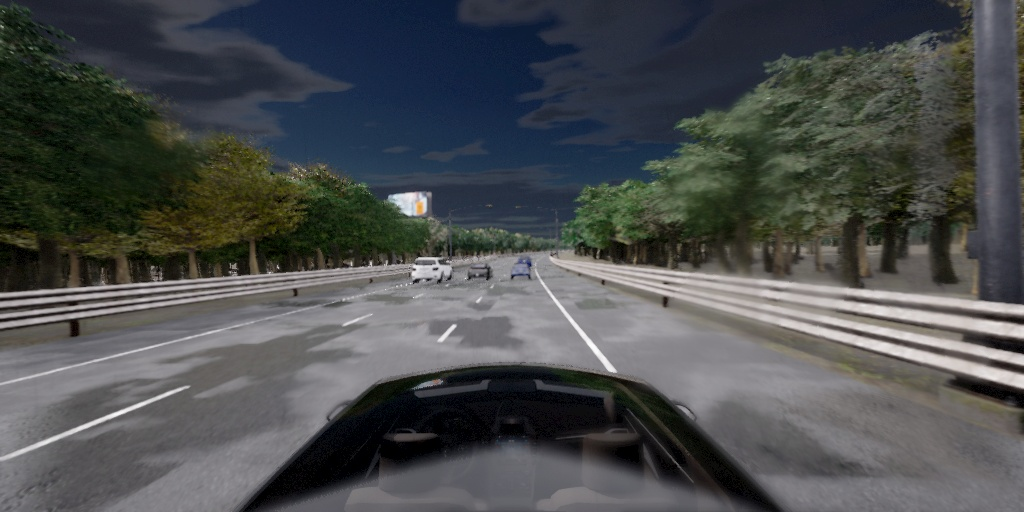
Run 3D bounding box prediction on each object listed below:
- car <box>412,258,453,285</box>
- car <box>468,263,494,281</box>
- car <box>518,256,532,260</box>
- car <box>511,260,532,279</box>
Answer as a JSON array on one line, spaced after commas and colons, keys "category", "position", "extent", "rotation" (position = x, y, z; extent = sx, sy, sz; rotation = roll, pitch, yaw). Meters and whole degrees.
[{"category": "car", "position": [-6.368, 1.155, 29.128], "extent": [2.150, 2.045, 5.566], "rotation": [-1, 0, 2]}, {"category": "car", "position": [-2.735, 1.349, 31.853], "extent": [2.128, 1.511, 4.902], "rotation": [-1, 0, 2]}, {"category": "car", "position": [2.195, 0.963, 59.902], "extent": [2.150, 2.045, 5.566], "rotation": [-1, 1, 4]}, {"category": "car", "position": [0.821, 1.328, 32.705], "extent": [2.033, 1.411, 5.357], "rotation": [-1, 0, 2]}]
